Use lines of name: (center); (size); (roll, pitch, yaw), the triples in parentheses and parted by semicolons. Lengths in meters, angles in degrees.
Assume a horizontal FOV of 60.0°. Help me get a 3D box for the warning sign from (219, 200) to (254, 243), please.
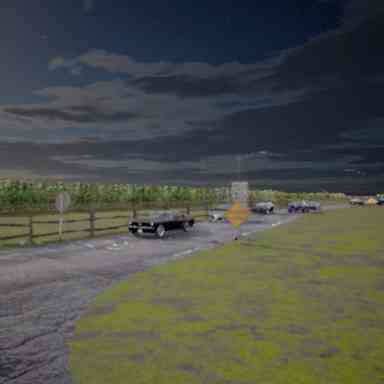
warning sign: (2.067, 1.307, 15.280); (1.300, 1.860, 1.060); (0, 0, 28)

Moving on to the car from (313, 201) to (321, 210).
car: (19.249, 2.145, 53.304); (1.994, 1.385, 4.181); (0, 0, 33)

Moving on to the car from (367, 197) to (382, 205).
car: (44.155, 2.385, 81.838); (5.366, 1.575, 1.801); (1, 0, -43)

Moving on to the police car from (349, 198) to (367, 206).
police car: (37.082, 2.270, 74.872); (1.930, 1.638, 5.238); (0, 0, 43)

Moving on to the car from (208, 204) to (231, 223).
car: (3.018, 1.766, 28.619); (2.128, 1.511, 4.902); (0, 0, 27)

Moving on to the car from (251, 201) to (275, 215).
car: (8.532, 1.872, 39.675); (1.882, 1.535, 5.008); (0, -1, 27)

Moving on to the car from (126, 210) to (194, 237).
car: (-1.718, 1.775, 19.530); (1.895, 1.301, 4.718); (0, 0, 28)

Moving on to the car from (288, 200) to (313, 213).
car: (14.495, 1.839, 44.973); (2.097, 1.767, 4.553); (0, 0, 29)
